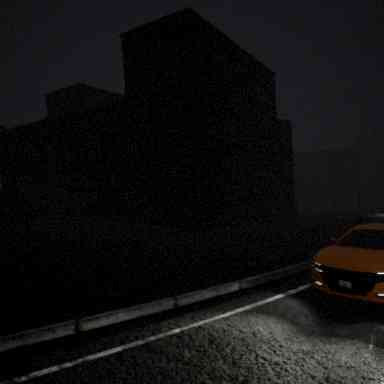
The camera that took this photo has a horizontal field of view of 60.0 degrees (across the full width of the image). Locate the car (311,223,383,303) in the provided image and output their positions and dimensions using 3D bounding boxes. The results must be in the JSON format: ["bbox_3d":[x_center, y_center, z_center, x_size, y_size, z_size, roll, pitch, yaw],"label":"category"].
[{"bbox_3d":[4.744,1.543,8.257,1.882,1.535,5.008,-1,-1,45],"label":"car"}]
